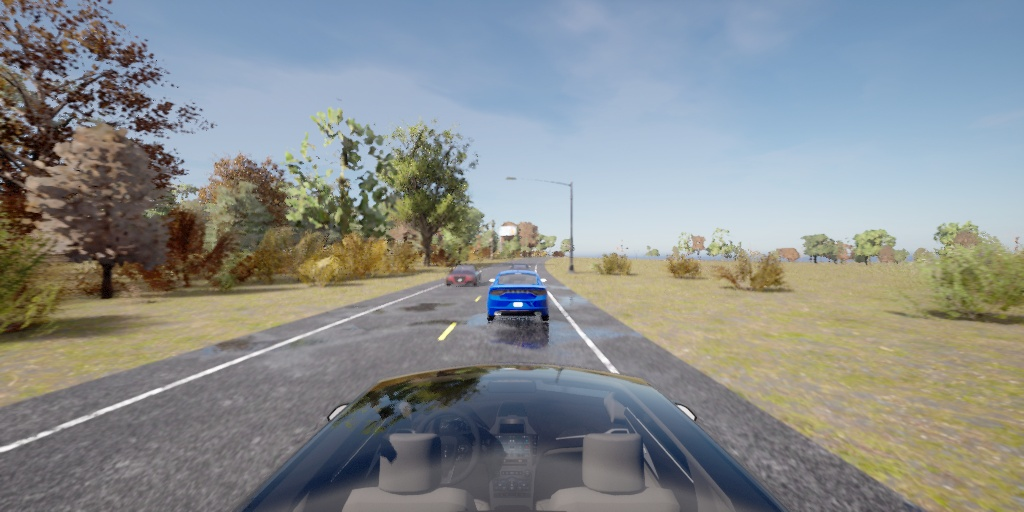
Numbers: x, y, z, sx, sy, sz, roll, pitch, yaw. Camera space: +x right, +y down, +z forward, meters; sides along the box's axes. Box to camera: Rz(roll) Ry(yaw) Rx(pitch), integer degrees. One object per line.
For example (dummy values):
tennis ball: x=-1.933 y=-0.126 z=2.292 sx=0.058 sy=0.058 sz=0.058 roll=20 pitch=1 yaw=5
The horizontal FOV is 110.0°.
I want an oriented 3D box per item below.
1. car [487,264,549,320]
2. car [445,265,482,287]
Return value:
car: x=0.207 y=1.229 z=12.676 sx=1.882 sy=1.535 sz=5.008 roll=0 pitch=0 yaw=1
car: x=-3.214 y=1.316 z=24.455 sx=1.994 sy=1.385 sz=4.181 roll=0 pitch=0 yaw=2
